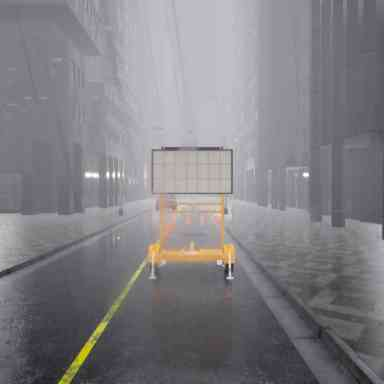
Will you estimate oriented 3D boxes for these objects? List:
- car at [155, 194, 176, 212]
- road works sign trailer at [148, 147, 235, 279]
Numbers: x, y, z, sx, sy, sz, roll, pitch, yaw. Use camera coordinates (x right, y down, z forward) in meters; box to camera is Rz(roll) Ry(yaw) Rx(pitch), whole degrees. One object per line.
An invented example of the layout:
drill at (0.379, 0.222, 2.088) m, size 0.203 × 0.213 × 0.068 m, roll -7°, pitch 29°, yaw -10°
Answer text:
car at (-3.010, 1.179, 39.189) m, size 2.150 × 2.045 × 5.566 m, roll 0°, pitch 0°, yaw 0°
road works sign trailer at (0.006, 0.459, 9.993) m, size 2.380 × 3.560 × 2.880 m, roll 0°, pitch 0°, yaw 1°
